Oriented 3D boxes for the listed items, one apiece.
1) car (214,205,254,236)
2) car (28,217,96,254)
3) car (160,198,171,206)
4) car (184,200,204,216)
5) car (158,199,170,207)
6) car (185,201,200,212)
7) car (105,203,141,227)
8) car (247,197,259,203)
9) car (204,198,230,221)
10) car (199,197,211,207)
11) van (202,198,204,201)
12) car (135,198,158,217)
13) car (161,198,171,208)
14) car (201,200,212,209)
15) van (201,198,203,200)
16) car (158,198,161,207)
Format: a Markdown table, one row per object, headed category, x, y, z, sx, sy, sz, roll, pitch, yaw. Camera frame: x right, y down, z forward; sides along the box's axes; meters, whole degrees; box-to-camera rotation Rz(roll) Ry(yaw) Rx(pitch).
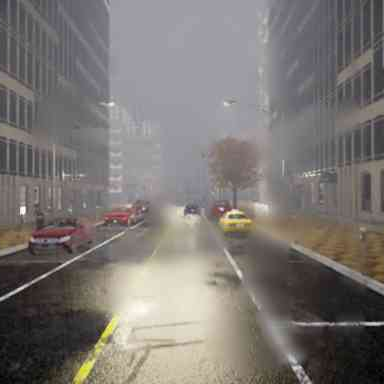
| category | x | y | z | sx | sy | sz | roll | pitch | yaw |
| --- | --- | --- | --- | --- | --- | --- | --- | --- | --- |
| car | 2.546 | 1.734 | 19.905 | 1.752 | 1.417 | 4.829 | 0 | -1 | 0 |
| car | -5.329 | 1.732 | 14.181 | 1.802 | 1.307 | 4.206 | 0 | -1 | 0 |
| car | -5.468 | 2.154 | 69.650 | 1.967 | 1.590 | 4.097 | 0 | -1 | 0 |
| car | 0.065 | 1.956 | 37.751 | 1.994 | 1.385 | 4.181 | 0 | -1 | 0 |
| car | -5.373 | 2.098 | 64.107 | 1.967 | 1.590 | 4.097 | 0 | -1 | 0 |
| car | 0.057 | 2.063 | 48.261 | 1.994 | 1.385 | 4.181 | 0 | -1 | 0 |
| car | -5.339 | 1.809 | 25.276 | 1.887 | 1.381 | 4.507 | 0 | -1 | 0 |
| car | 17.508 | 2.222 | 92.554 | 4.507 | 1.381 | 1.887 | -1 | 0 | 0 |
| car | 2.541 | 1.636 | 30.830 | 2.192 | 1.841 | 5.009 | 0 | -1 | 0 |
| car | 2.508 | 1.973 | 64.115 | 2.192 | 1.841 | 5.009 | 0 | -1 | 0 |
| van | 2.527 | 1.775 | 41.926 | 1.690 | 1.788 | 3.998 | 0 | -1 | 0 |
| car | -5.349 | 1.693 | 36.372 | 2.192 | 1.841 | 5.009 | 0 | -1 | 0 |
| car | -5.368 | 1.918 | 58.561 | 2.192 | 1.841 | 5.009 | 0 | -1 | 0 |
| car | 2.512 | 2.129 | 58.736 | 1.752 | 1.417 | 4.829 | 0 | -1 | 0 |
| van | 2.522 | 1.832 | 47.473 | 1.690 | 1.788 | 3.998 | 0 | -1 | 0 |
| car | -5.353 | 1.875 | 41.918 | 1.967 | 1.590 | 4.097 | 0 | -1 | 0 |
